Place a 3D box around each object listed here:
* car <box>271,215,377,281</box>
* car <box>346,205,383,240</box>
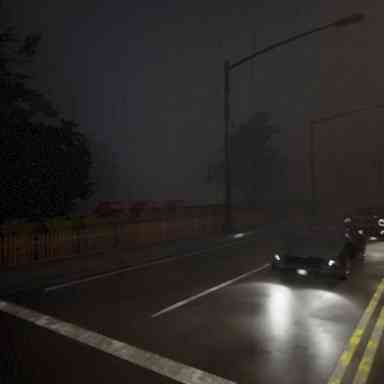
[{"bbox_3d":[4.351,1.683,10.712,2.033,1.411,5.357,-2,-1,35],"label":"car"},{"bbox_3d":[9.841,1.546,18.423,2.097,1.767,4.553,-2,-1,36],"label":"car"}]
